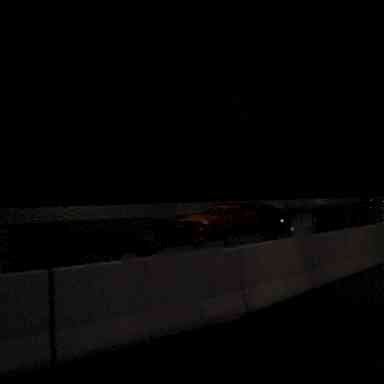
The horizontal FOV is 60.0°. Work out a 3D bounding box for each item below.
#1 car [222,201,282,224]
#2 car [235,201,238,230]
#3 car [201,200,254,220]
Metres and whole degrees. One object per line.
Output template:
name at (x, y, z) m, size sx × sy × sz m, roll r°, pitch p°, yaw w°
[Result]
car at (4.814, 1.522, 26.196) m, size 4.902 × 1.511 × 2.128 m, roll 0°, pitch 0°, yaw -43°
car at (1.785, 1.501, 18.886) m, size 5.008 × 1.535 × 1.882 m, roll 0°, pitch 0°, yaw -40°
car at (3.236, 1.514, 29.483) m, size 5.008 × 1.535 × 1.882 m, roll 0°, pitch 0°, yaw -43°
